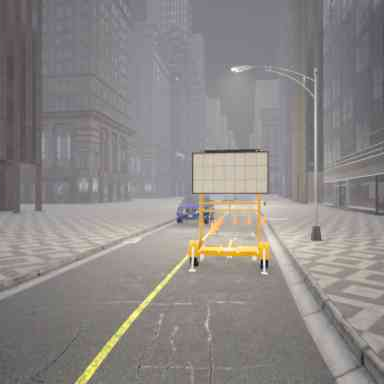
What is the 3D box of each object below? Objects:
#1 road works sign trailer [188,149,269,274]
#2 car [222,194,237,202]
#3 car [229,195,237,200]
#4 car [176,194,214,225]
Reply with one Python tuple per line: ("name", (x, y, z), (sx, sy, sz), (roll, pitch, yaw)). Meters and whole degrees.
("road works sign trailer", (1.215, 0.459, 10.625), (2.380, 3.560, 2.880), (0, 0, 9))
("car", (7.114, 1.215, 65.258), (2.097, 1.767, 4.553), (0, 0, 10))
("car", (11.125, 1.393, 89.492), (1.994, 1.385, 4.181), (0, 0, 9))
("car", (0.341, 1.203, 24.426), (2.150, 2.045, 5.566), (0, 0, 9))
